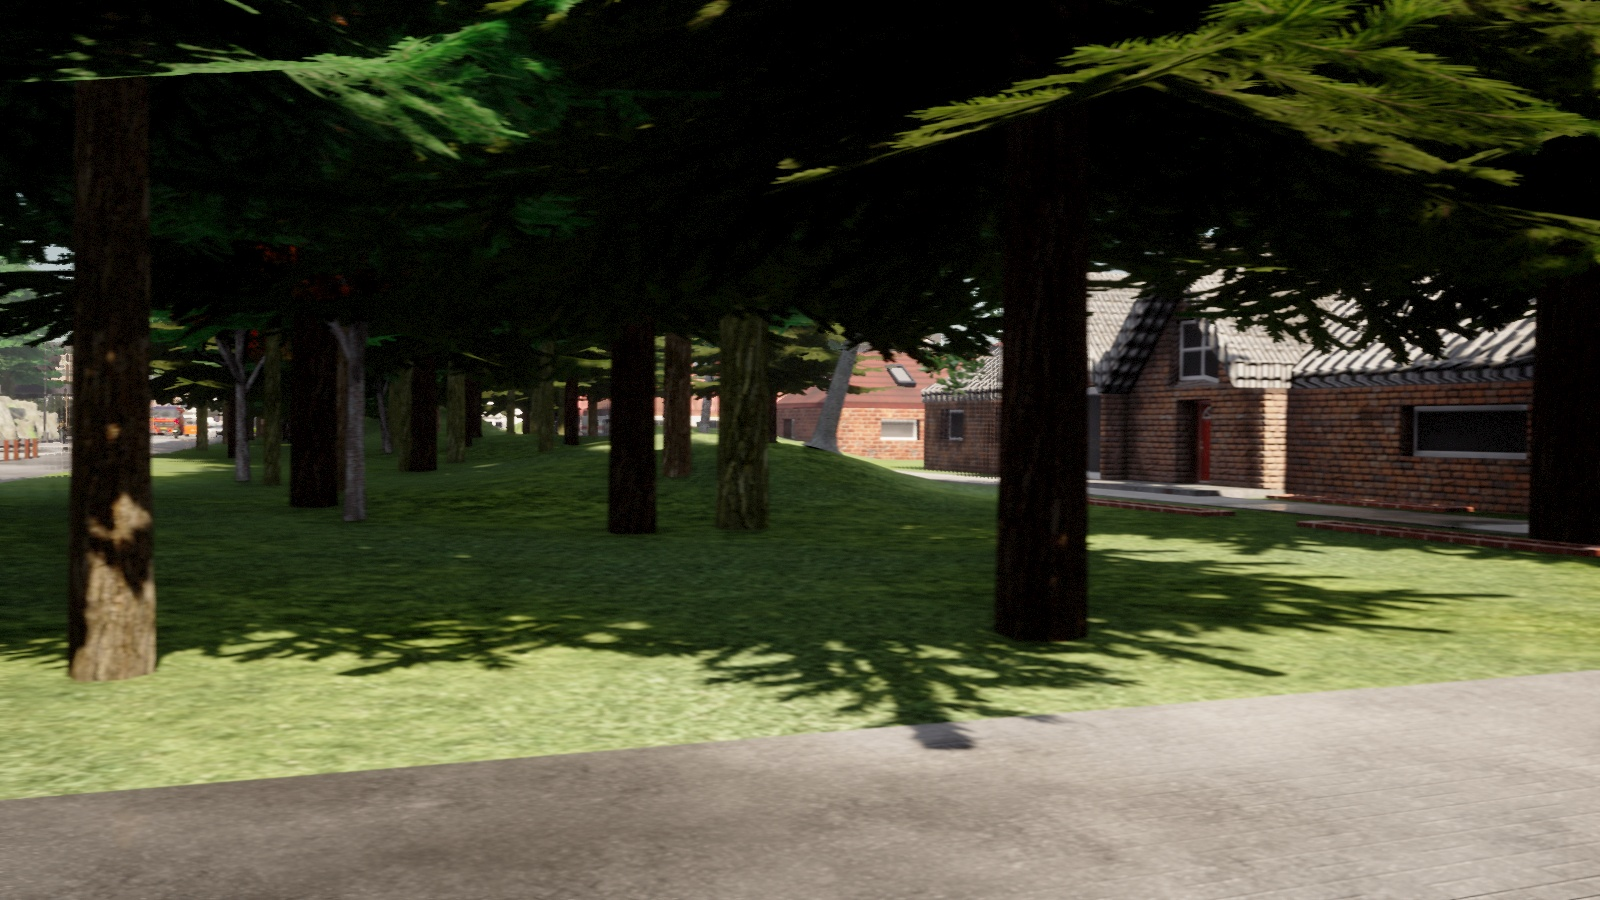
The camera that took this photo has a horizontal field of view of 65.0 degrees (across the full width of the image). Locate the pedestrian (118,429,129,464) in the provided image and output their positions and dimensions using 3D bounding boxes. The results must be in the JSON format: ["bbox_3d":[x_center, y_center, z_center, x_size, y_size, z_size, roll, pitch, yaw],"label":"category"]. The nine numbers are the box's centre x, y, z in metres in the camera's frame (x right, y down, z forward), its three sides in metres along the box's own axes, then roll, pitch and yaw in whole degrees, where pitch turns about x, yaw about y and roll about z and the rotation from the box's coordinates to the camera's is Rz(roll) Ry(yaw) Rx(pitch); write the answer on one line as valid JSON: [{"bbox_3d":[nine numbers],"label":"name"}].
[{"bbox_3d":[-35.105,-0.173,65.174,0.328,1.805,0.869,-1,1,-21],"label":"pedestrian"}]
